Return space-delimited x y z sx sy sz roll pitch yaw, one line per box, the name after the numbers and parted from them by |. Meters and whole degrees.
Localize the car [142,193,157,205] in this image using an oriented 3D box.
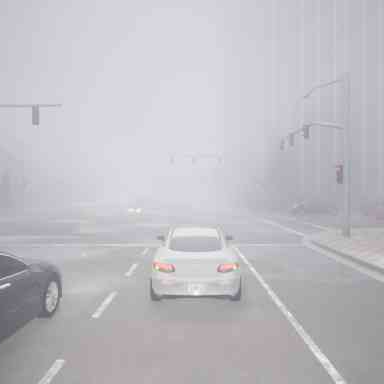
-7.944 1.217 57.975 2.150 2.045 5.566 0 1 -1 | car

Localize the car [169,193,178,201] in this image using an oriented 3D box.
-4.747 1.225 85.462 2.150 2.045 5.566 0 0 -1 | car

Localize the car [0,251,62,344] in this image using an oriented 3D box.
-3.436 1.505 4.538 1.837 1.490 4.892 0 0 0 | car

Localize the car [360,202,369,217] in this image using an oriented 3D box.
17.711 1.221 29.026 5.566 2.045 2.150 0 0 0 | car

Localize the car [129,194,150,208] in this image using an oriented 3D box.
-7.820 1.491 47.950 2.128 1.511 4.902 0 0 -1 | car

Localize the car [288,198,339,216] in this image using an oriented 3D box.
11.772 1.352 32.482 4.553 1.767 2.097 0 0 0 | car

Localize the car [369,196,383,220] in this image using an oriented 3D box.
16.534 1.352 25.370 4.553 1.767 2.097 0 0 0 | car

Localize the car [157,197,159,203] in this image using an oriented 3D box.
-8.029 1.552 69.850 1.994 1.385 4.181 0 0 -1 | car

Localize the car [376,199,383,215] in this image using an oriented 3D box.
20.998 1.478 32.548 5.008 1.535 1.882 0 0 0 | car

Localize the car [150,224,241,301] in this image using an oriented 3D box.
0.078 1.526 8.188 1.812 1.442 4.674 0 0 0 | car

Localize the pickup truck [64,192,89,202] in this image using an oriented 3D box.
-24.658 1.058 70.241 2.390 2.098 6.274 0 0 30 | pickup truck
